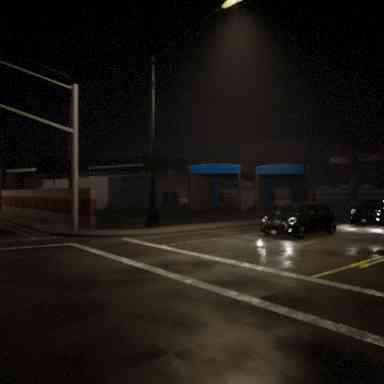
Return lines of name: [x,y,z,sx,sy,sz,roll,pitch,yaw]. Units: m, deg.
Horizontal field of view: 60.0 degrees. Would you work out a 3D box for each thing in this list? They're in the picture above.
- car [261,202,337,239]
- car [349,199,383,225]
car: [5.692,1.363,17.580,4.553,1.767,2.097,0,0,-40]
car: [13.081,1.347,24.044,2.097,1.767,4.553,0,0,43]
